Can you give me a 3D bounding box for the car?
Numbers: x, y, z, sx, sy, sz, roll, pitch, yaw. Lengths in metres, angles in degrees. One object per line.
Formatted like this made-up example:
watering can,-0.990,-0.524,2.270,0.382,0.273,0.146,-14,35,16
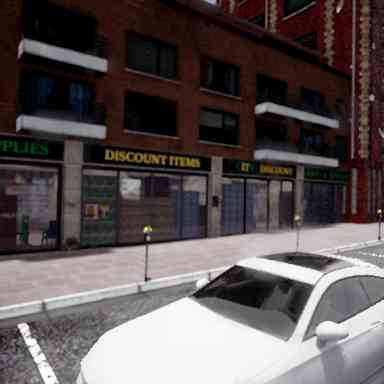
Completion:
car,1.107,1.513,3.864,4.674,1.442,1.812,0,0,-36
